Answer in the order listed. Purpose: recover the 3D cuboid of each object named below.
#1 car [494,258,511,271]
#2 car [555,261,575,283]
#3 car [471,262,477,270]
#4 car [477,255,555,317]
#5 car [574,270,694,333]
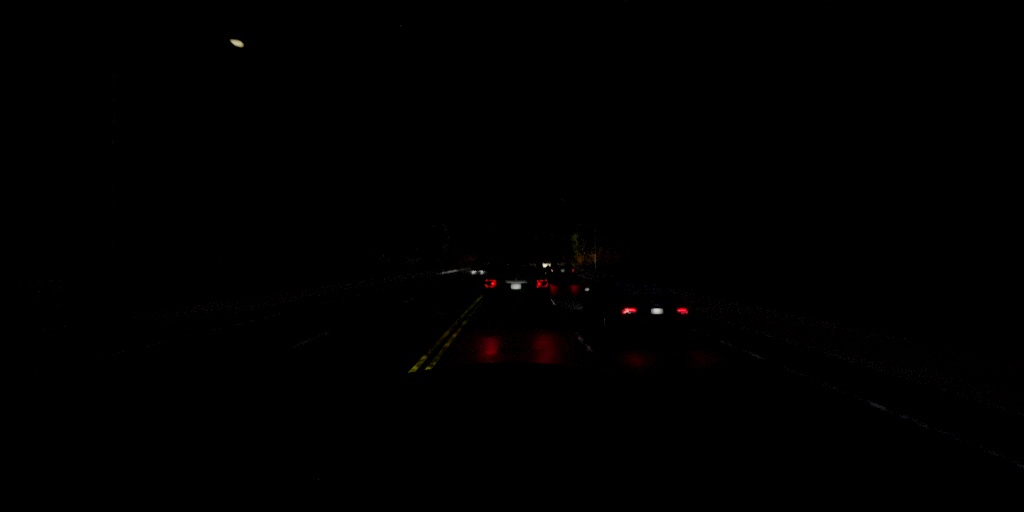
[{"bbox_3d":[-1.376,1.167,52.828,2.097,1.767,4.553,0,0,5],"label":"car"},{"bbox_3d":[3.913,1.144,29.021,2.097,1.767,4.553,0,0,3],"label":"car"},{"bbox_3d":[-4.669,1.361,52.557,2.033,1.411,5.357,0,0,4],"label":"car"},{"bbox_3d":[0.191,0.993,13.333,2.150,2.045,5.566,0,0,1],"label":"car"},{"bbox_3d":[3.374,1.315,10.717,2.033,1.411,5.357,0,0,1],"label":"car"}]
